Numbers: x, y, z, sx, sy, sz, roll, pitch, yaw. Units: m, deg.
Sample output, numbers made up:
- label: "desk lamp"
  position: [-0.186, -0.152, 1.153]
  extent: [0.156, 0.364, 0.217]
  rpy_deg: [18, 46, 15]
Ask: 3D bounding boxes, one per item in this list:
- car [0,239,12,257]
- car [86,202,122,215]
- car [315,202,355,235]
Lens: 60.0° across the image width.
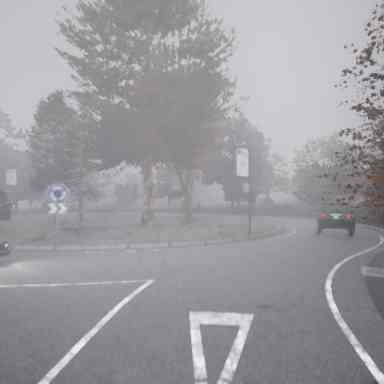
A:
- label: "car"
  position: [-9.035, 1.731, 11.286]
  extent: [5.357, 1.411, 2.033]
  rpy_deg: [0, -1, 10]
- label: "car"
  position: [-11.382, 2.034, 43.240]
  extent: [4.553, 1.767, 2.097]
  rpy_deg: [1, -1, -15]
- label: "car"
  position: [9.601, 1.672, 22.439]
  extent: [2.150, 2.045, 5.566]
  rpy_deg: [1, -1, 21]
